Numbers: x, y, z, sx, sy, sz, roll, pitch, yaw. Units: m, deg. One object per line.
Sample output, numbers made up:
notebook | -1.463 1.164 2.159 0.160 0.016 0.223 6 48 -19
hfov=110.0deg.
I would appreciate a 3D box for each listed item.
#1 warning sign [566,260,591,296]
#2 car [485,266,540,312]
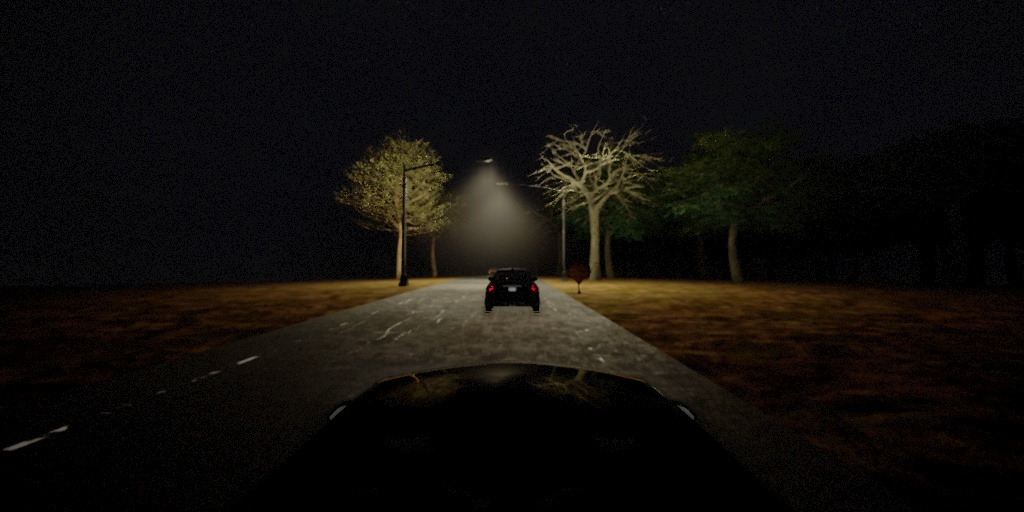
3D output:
warning sign | 3.563 1.129 18.977 1.300 1.860 1.060 0 0 0
car | 0.031 1.299 15.339 2.097 1.767 4.553 0 -1 1
